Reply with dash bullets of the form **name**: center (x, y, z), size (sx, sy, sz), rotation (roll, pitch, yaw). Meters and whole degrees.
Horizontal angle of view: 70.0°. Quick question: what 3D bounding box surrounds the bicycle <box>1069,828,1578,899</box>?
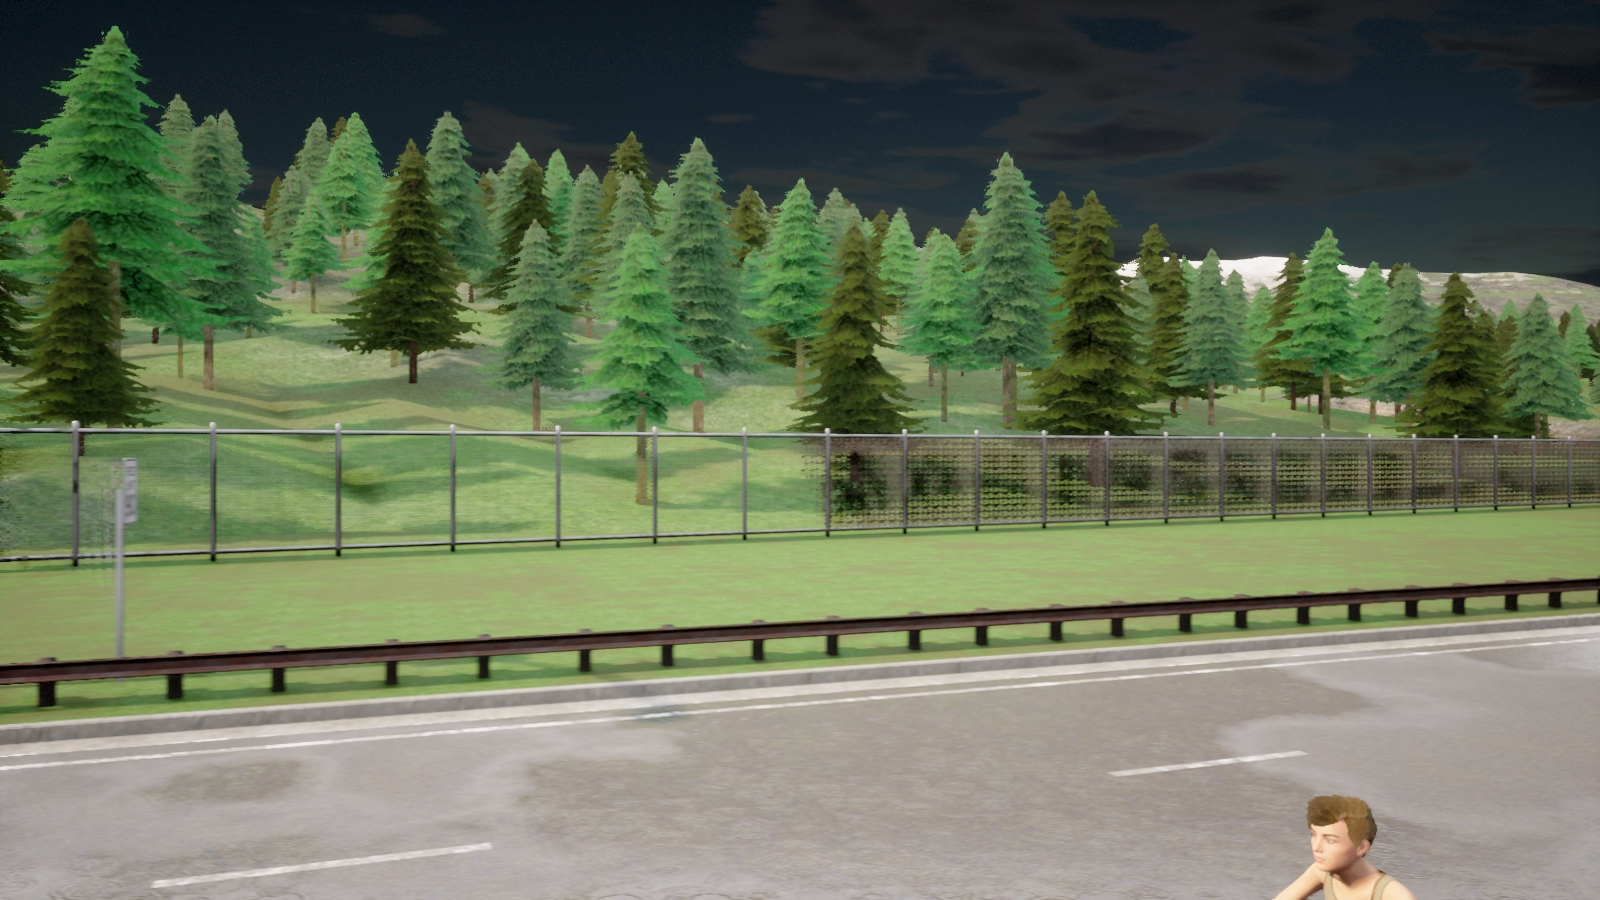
- **bicycle**: center (1.808, 2.158, 3.942), size (1.487, 1.277, 0.859), rotation (0, 0, -20)
